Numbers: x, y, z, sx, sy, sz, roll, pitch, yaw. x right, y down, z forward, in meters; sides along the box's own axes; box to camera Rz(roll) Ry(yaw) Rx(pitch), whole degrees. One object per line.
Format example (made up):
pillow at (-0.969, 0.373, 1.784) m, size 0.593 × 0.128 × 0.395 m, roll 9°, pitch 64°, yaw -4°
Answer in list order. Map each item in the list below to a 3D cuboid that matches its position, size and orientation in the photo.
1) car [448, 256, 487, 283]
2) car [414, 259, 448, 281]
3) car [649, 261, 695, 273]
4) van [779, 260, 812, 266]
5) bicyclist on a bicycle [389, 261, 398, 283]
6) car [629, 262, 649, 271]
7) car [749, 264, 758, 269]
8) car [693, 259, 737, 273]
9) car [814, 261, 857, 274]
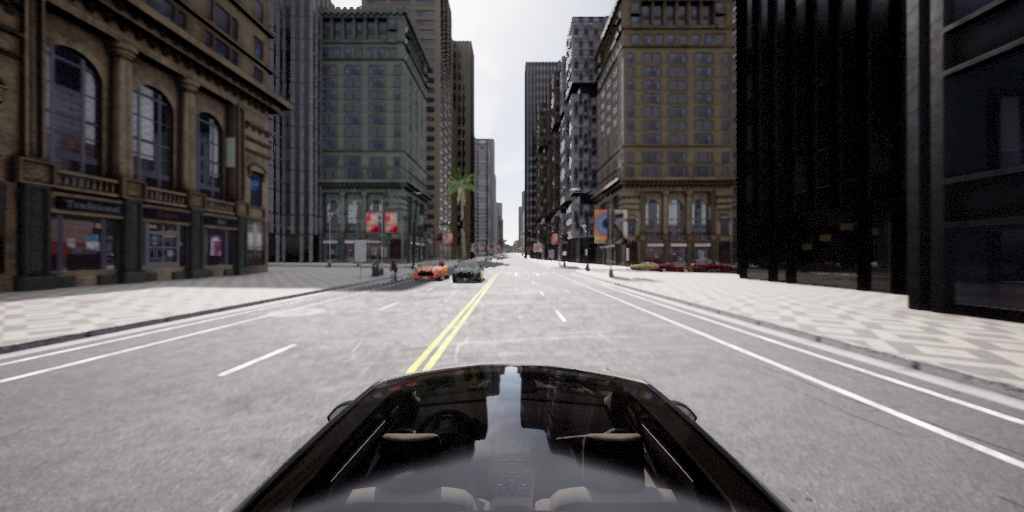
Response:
car at (-3.364, 1.078, 28.001) m, size 2.097 × 1.767 × 4.553 m, roll 0°, pitch 0°, yaw 0°
car at (-6.611, 1.076, 29.712) m, size 2.097 × 1.767 × 4.553 m, roll 0°, pitch 0°, yaw 0°
car at (20.670, 1.538, 46.495) m, size 4.507 × 1.381 × 1.888 m, roll 0°, pitch 0°, yaw 0°
van at (35.931, 1.543, 46.462) m, size 3.998 × 1.789 × 1.690 m, roll 0°, pitch 0°, yaw 0°
bicyclist on a bicycle at (-8.832, 1.180, 26.752) m, size 0.582 × 1.620 × 1.656 m, roll 0°, pitch 0°, yaw -1°
car at (20.519, 1.535, 55.023) m, size 4.829 × 1.417 × 1.751 m, roll 0°, pitch 0°, yaw 0°
car at (30.844, 1.714, 46.473) m, size 4.207 × 1.307 × 1.802 m, roll 0°, pitch 0°, yaw 0°
car at (25.757, 1.377, 46.484) m, size 5.009 × 1.841 × 2.192 m, roll 0°, pitch 0°, yaw 0°
car at (41.018, 1.586, 46.451) m, size 5.009 × 1.841 × 2.192 m, roll 0°, pitch 0°, yaw 0°
